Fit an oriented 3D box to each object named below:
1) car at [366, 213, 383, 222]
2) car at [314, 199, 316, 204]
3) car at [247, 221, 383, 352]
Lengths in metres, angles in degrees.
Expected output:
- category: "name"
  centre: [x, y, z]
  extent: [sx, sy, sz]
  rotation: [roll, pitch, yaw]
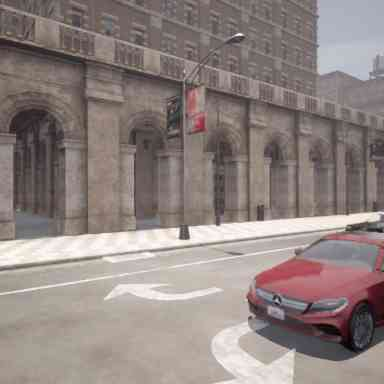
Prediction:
- category: "car"
  centre: [8.831, 1.601, 14.822]
  extent: [4.718, 1.301, 1.895]
  rotation: [0, 0, -36]
- category: "car"
  centre: [20.450, 1.595, 60.727]
  extent: [1.895, 1.301, 4.718]
  rotation: [0, 0, -37]
- category: "car"
  centre: [3.114, 1.526, 6.298]
  extent: [4.674, 1.442, 1.812]
  rotation: [0, 0, -36]
